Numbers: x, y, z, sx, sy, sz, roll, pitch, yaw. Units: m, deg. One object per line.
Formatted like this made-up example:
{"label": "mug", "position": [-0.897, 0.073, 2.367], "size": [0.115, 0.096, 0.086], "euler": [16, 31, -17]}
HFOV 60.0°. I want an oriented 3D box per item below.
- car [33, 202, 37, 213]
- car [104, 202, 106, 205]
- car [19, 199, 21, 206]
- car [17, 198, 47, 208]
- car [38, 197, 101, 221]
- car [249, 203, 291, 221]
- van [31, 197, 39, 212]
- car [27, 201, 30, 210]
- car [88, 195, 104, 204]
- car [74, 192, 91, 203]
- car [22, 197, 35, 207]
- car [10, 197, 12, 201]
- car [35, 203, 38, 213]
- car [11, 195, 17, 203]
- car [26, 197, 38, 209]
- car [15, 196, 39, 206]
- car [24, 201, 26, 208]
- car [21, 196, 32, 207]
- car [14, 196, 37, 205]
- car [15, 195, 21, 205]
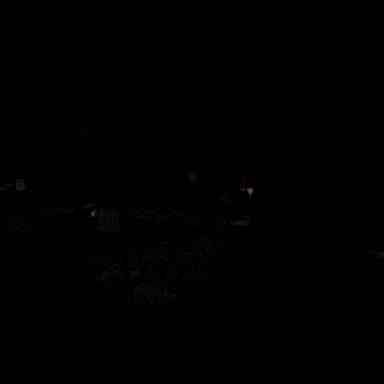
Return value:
{"label": "car", "position": [-18.535, 2.283, 45.539], "size": [2.002, 1.452, 4.674], "euler": [-2, 3, 38]}
{"label": "car", "position": [-17.057, 1.612, 61.021], "size": [1.837, 1.490, 4.892], "euler": [-5, 2, -31]}
{"label": "car", "position": [-29.574, 2.267, 63.449], "size": [2.163, 1.488, 4.792], "euler": [-2, 3, 38]}
{"label": "car", "position": [-34.204, 2.231, 71.237], "size": [1.946, 1.575, 5.366], "euler": [-2, 3, 38]}
{"label": "car", "position": [-13.794, 1.996, 37.849], "size": [2.435, 2.045, 5.566], "euler": [-2, 3, 38]}
{"label": "car", "position": [5.894, 1.518, 23.122], "size": [2.097, 1.767, 4.553], "euler": [-4, 1, -25]}
{"label": "van", "position": [-20.200, 2.025, 47.987], "size": [1.878, 1.987, 4.442], "euler": [-2, 3, 38]}
{"label": "car", "position": [-21.690, 2.240, 50.646], "size": [2.097, 1.535, 5.008], "euler": [-2, 3, 38]}
{"label": "car", "position": [-15.568, 1.746, 50.758], "size": [2.097, 1.767, 4.553], "euler": [-5, 3, -32]}
{"label": "car", "position": [-23.422, 1.179, 71.067], "size": [2.150, 2.045, 5.566], "euler": [-5, 2, -32]}
{"label": "car", "position": [-26.420, 2.110, 58.327], "size": [2.185, 1.767, 4.553], "euler": [-2, 3, 38]}
{"label": "car", "position": [-42.178, 2.306, 83.887], "size": [2.163, 1.488, 4.792], "euler": [-3, 3, 38]}
{"label": "car", "position": [-16.832, 2.226, 43.134], "size": [1.946, 1.575, 5.366], "euler": [-2, 3, 38]}
{"label": "car", "position": [-35.909, 2.001, 73.660], "size": [2.435, 2.045, 5.566], "euler": [-3, 3, 38]}
{"label": "car", "position": [-23.313, 2.117, 53.173], "size": [2.185, 1.767, 4.553], "euler": [-2, 3, 38]}
{"label": "car", "position": [-39.074, 2.141, 78.727], "size": [2.185, 1.767, 4.553], "euler": [-3, 3, 38]}
{"label": "car", "position": [-24.857, 2.279, 55.756], "size": [2.002, 1.452, 4.674], "euler": [-2, 3, 38]}
{"label": "car", "position": [-27.996, 2.110, 60.881], "size": [2.185, 1.767, 4.553], "euler": [-2, 3, 38]}
{"label": "car", "position": [-40.651, 2.149, 81.281], "size": [2.185, 1.767, 4.553], "euler": [-3, 3, 38]}
{"label": "car", "position": [-31.167, 1.989, 65.991], "size": [2.435, 2.045, 5.566], "euler": [-2, 3, 38]}
